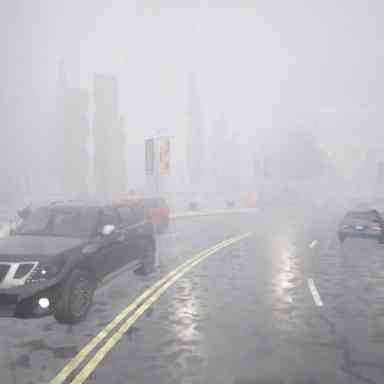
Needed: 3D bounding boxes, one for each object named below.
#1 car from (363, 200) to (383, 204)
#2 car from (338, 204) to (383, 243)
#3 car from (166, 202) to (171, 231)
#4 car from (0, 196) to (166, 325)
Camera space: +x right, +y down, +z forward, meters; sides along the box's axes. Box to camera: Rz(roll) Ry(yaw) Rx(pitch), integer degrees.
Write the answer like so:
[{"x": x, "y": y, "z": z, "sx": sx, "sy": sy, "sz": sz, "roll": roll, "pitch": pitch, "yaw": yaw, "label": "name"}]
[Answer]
[{"x": 18.247, "y": 1.521, "z": 30.649, "sx": 4.674, "sy": 1.442, "sz": 1.812, "roll": 0, "pitch": 0, "yaw": -32, "label": "car"}, {"x": 8.302, "y": 1.545, "z": 16.107, "sx": 2.033, "sy": 1.411, "sz": 5.357, "roll": 0, "pitch": 0, "yaw": 31, "label": "car"}, {"x": -3.085, "y": 1.221, "z": 16.749, "sx": 2.150, "sy": 2.045, "sz": 5.566, "roll": 0, "pitch": 0, "yaw": 24, "label": "car"}, {"x": -2.532, "y": 1.220, "z": 7.630, "sx": 2.150, "sy": 2.045, "sz": 5.566, "roll": 0, "pitch": 0, "yaw": 13, "label": "car"}]
